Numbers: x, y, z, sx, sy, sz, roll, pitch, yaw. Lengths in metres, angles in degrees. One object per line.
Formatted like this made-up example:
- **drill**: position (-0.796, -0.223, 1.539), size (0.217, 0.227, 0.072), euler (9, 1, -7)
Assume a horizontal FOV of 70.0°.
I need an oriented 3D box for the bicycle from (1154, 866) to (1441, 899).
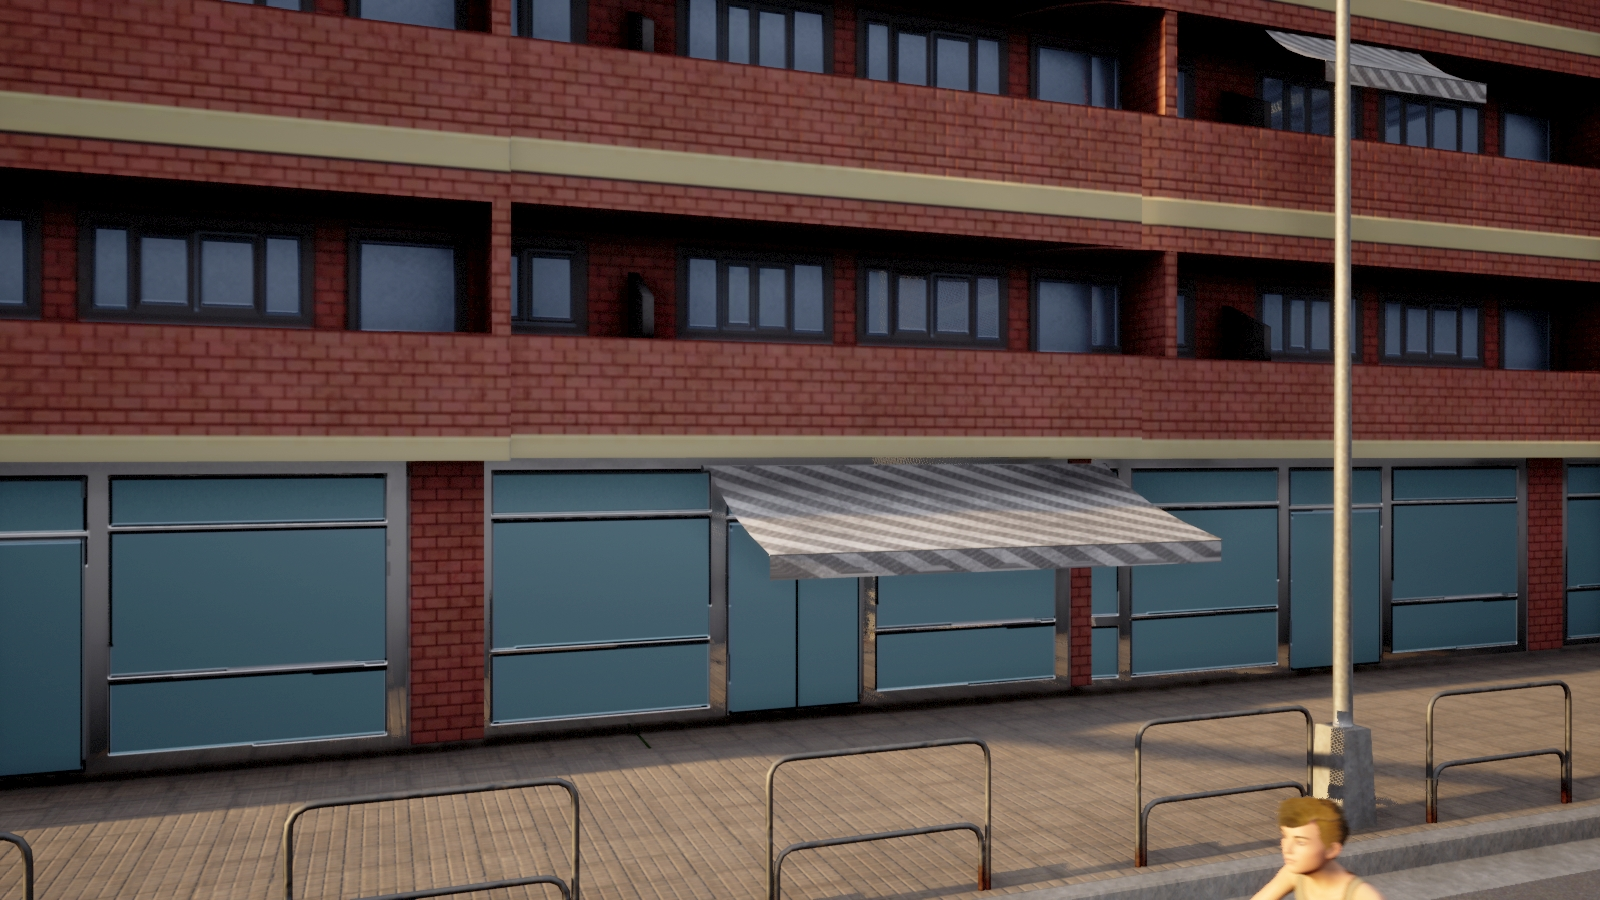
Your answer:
- **bicycle**: position (1.702, 2.233, 3.924), size (1.487, 1.126, 0.859), euler (0, 0, -20)
